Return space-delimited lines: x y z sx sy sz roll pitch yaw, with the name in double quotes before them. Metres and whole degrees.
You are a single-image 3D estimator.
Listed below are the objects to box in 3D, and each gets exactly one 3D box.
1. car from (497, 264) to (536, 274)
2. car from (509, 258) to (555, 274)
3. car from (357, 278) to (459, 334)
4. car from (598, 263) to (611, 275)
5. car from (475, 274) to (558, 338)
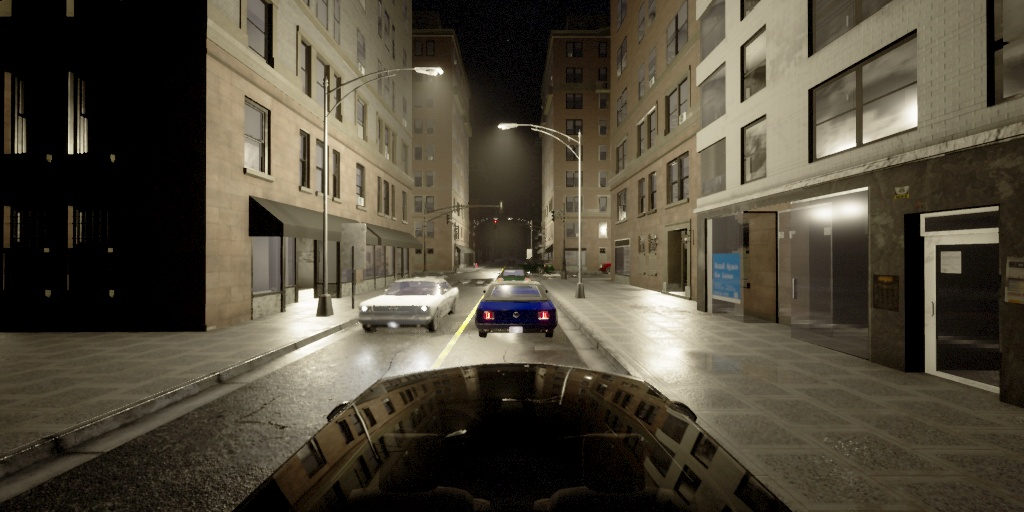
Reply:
"car" 0.092 1.321 20.073 1.994 1.385 4.181 0 0 0
"car" 2.392 1.135 39.869 4.553 1.767 2.097 0 -1 37
"car" -2.851 1.352 10.827 1.895 1.301 4.718 0 0 0
"car" 12.255 1.103 39.970 5.009 1.841 2.192 0 0 0
"car" 0.099 1.352 10.184 1.895 1.301 4.718 0 0 0
